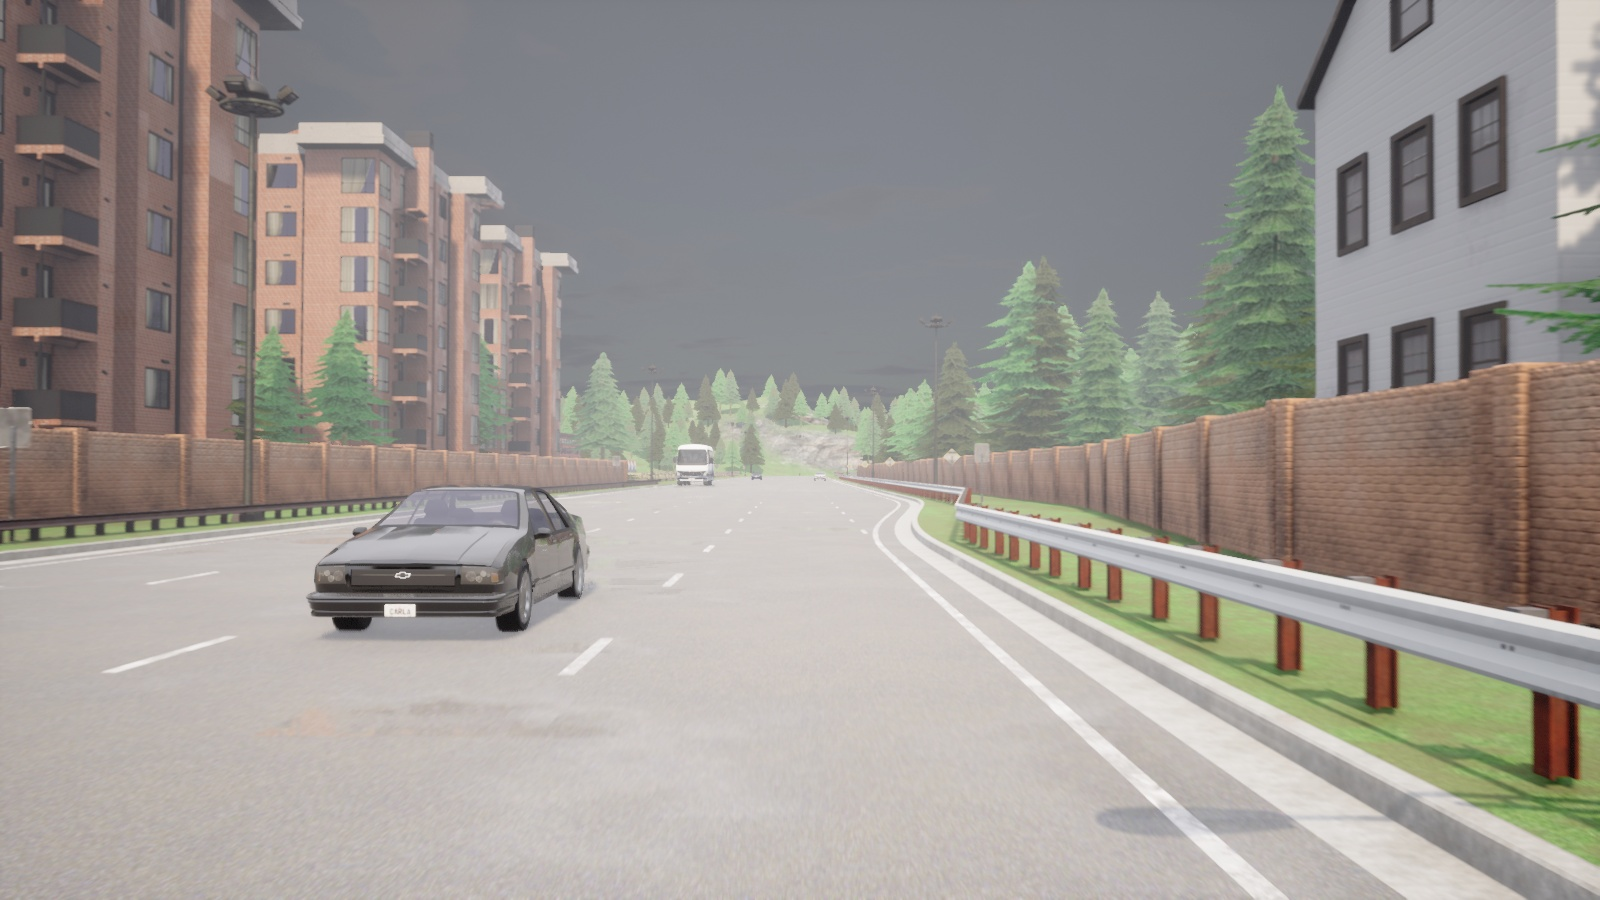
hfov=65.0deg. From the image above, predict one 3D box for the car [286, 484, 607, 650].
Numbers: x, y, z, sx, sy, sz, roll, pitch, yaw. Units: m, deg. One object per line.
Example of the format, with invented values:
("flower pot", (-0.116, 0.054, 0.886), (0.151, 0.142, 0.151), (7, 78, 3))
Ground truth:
("car", (-3.546, 1.108, 13.831), (2.033, 1.411, 5.357), (0, -1, 0))
